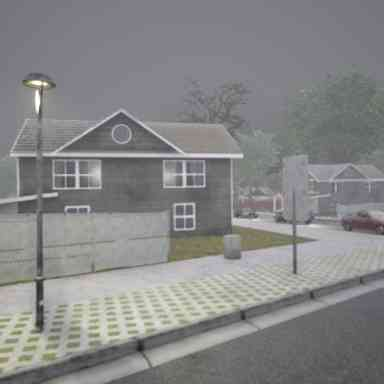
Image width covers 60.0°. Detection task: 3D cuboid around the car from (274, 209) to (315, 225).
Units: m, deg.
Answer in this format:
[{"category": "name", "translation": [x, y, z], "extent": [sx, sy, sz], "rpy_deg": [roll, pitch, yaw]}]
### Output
[{"category": "car", "translation": [9.422, 2.317, 31.411], "extent": [1.994, 1.385, 4.181], "rpy_deg": [-1, -2, -13]}]

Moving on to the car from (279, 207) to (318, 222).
[{"category": "car", "translation": [11.379, 2.359, 35.918], "extent": [1.812, 1.442, 4.674], "rpy_deg": [-1, -2, -14]}]

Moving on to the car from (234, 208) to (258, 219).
[{"category": "car", "translation": [6.828, 2.683, 42.242], "extent": [1.994, 1.385, 4.181], "rpy_deg": [-1, -2, -13]}]

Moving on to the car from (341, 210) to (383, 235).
[{"category": "car", "translation": [11.791, 1.931, 21.768], "extent": [1.812, 1.442, 4.674], "rpy_deg": [-1, -2, -14]}]
